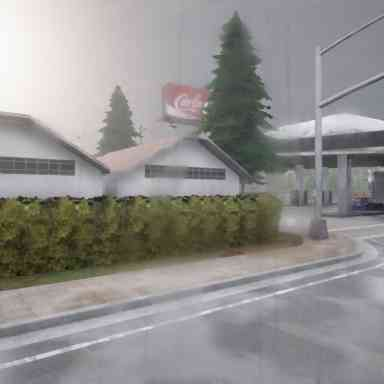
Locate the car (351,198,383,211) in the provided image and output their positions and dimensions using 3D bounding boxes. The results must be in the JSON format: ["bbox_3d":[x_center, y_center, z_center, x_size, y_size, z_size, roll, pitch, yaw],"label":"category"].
[{"bbox_3d":[20.782,1.480,39.342,4.611,1.667,2.242,0,0,-36],"label":"car"}]

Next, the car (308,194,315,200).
[{"bbox_3d":[31.789,1.330,88.849,2.152,1.636,5.027,0,0,-36],"label":"car"}]
